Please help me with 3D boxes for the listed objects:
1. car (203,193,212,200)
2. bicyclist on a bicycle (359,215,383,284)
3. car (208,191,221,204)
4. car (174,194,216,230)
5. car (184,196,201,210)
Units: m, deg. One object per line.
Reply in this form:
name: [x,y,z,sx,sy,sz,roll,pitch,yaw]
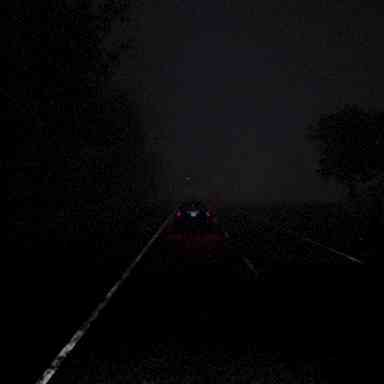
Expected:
car: [3.421,1.060,73.658,1.812,1.442,4.674,0,0,0]
bicyclist on a bicycle: [4.457,1.401,8.012,0.582,1.620,1.656,0,0,0]
car: [3.542,0.877,54.322,2.150,2.045,5.566,0,0,0]
car: [0.076,1.224,19.914,2.097,1.767,4.553,0,0,0]
car: [0.055,1.252,39.820,1.837,1.490,4.892,0,0,0]
